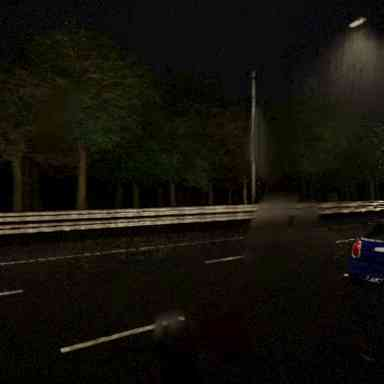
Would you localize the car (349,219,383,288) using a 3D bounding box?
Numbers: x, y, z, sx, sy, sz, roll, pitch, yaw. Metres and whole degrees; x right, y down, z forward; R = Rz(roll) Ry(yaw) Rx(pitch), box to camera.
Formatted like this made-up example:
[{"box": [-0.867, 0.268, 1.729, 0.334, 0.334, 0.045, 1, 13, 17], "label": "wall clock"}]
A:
[{"box": [5.837, 1.353, 8.029, 4.553, 1.767, 2.097, 0, 0, -35], "label": "car"}]
